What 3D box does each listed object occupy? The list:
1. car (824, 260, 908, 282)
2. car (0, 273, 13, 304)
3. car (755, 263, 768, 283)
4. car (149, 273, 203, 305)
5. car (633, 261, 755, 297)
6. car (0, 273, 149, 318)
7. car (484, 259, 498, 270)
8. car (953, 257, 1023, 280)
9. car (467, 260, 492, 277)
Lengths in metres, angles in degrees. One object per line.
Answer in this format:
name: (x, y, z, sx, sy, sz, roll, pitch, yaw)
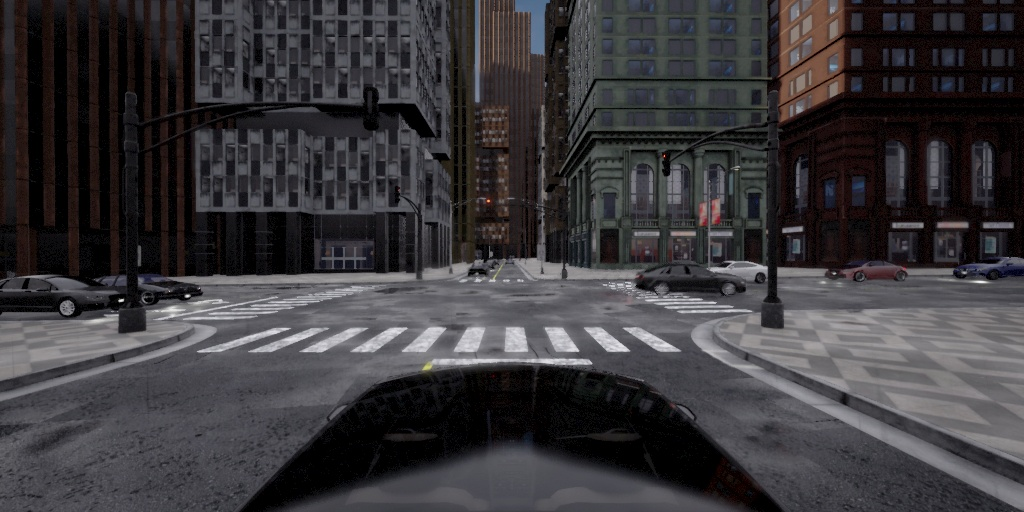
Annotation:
car: (23.416, 0.962, 23.812, 4.181, 1.385, 1.994, -1, 0, 0)
car: (-27.353, 1.610, 16.963, 4.892, 1.490, 1.837, -1, 0, 0)
car: (14.594, 1.037, 23.787, 4.674, 1.442, 1.812, -1, 0, -1)
car: (-17.867, 1.524, 17.046, 5.357, 1.411, 2.033, -1, 0, 5)
car: (8.416, 1.127, 17.248, 4.892, 1.490, 1.837, -1, 2, 8)
car: (-17.423, 1.492, 13.740, 4.892, 1.490, 1.837, -1, 0, 0)
car: (-3.372, 1.210, 51.175, 1.837, 1.490, 4.892, 0, 1, 0)
car: (32.375, 0.811, 23.836, 4.674, 1.442, 1.812, -1, 0, -1)
car: (-3.235, 1.334, 35.042, 1.895, 1.301, 4.718, 0, 0, -1)
